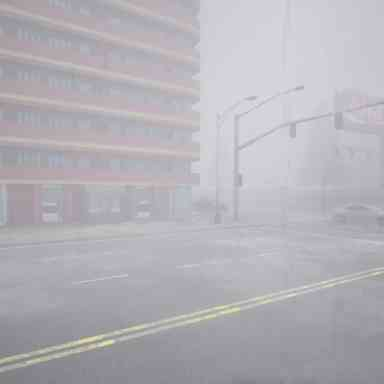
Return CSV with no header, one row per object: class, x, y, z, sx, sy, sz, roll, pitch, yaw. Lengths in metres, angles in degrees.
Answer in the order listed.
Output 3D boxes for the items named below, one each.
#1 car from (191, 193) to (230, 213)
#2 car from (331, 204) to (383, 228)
car,2.126,1.351,36.866,2.097,1.767,4.553,0,0,-34
car,11.771,1.526,22.536,1.812,1.442,4.674,0,0,-34
